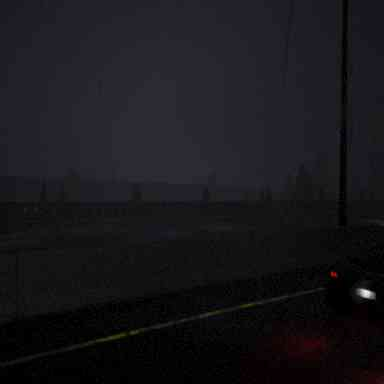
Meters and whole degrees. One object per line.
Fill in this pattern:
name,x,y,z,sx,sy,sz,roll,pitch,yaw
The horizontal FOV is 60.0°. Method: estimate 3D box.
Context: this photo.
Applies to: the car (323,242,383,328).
car,4.490,1.598,6.315,4.181,1.385,1.994,0,0,-31
